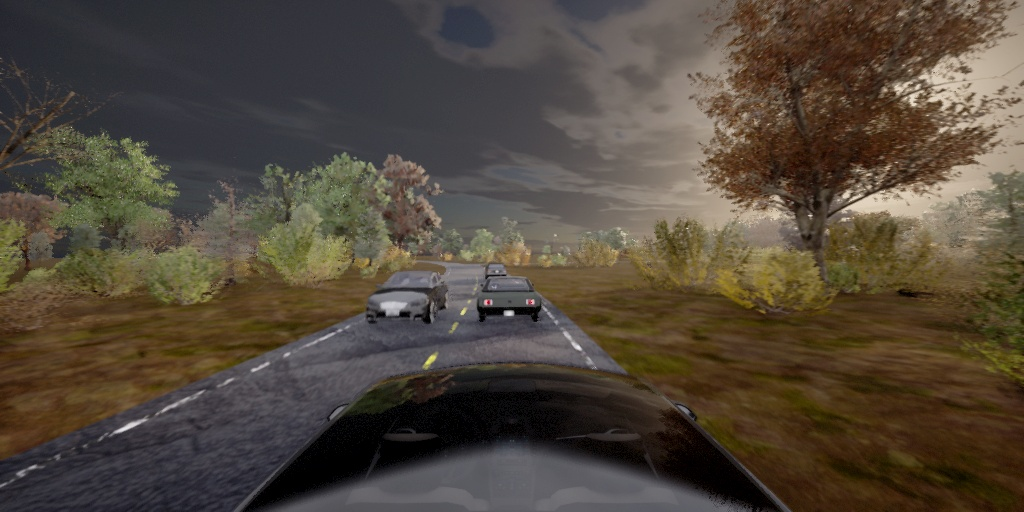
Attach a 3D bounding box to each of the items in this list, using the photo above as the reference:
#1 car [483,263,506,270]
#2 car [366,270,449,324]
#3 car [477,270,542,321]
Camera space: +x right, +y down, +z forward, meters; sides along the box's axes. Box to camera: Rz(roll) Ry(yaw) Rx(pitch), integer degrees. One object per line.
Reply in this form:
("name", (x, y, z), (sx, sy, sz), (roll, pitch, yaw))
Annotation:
("car", (-1.437, 1.302, 31.000), (2.033, 1.411, 5.357), (0, 0, -6))
("car", (-3.279, 1.248, 12.017), (2.128, 1.511, 4.902), (0, 0, -2))
("car", (-0.161, 1.352, 12.456), (1.895, 1.301, 4.718), (0, 0, -2))
